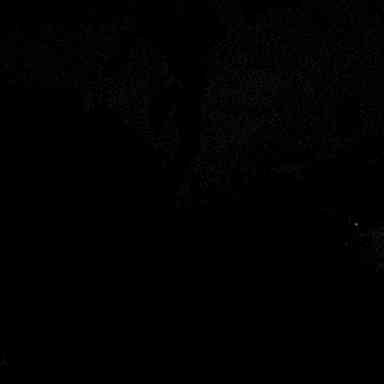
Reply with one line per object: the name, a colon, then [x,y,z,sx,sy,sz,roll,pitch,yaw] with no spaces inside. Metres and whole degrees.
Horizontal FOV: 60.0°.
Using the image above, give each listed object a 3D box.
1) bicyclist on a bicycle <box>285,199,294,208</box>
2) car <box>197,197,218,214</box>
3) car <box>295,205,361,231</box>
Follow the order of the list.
bicyclist on a bicycle: [9.021,1.510,30.614,1.656,1.620,0.582,0,0,-35]
car: [0.369,1.472,32.740,2.150,2.045,5.566,0,0,-35]
car: [8.252,1.643,21.403,1.837,1.490,4.892,0,0,-33]
